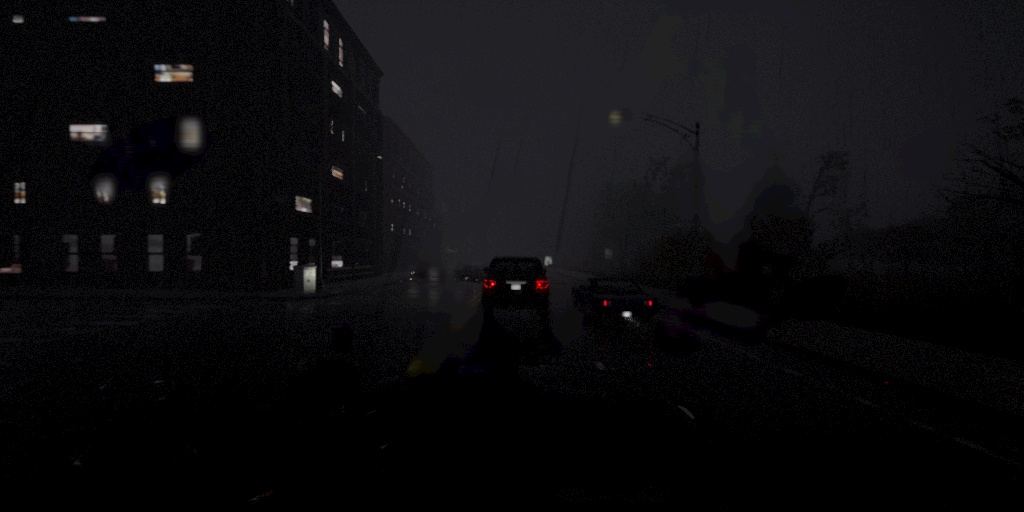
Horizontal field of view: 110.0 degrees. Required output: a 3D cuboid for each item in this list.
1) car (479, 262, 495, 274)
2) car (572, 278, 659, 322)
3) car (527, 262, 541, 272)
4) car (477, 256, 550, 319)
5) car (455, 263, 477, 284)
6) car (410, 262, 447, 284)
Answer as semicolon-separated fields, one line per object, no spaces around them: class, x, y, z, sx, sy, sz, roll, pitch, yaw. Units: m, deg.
car;-3.307;1.576;47.901;1.812;1.442;4.674;0;-1;0
car;3.351;1.419;12.669;1.895;1.301;4.718;0;0;0
car;3.271;1.618;54.767;1.812;1.442;4.674;0;0;0
car;0.123;1.031;13.269;2.150;2.045;5.566;1;0;0
car;-3.337;1.489;28.757;1.994;1.385;4.181;0;0;0
car;-6.588;1.277;28.569;2.097;1.767;4.553;0;0;0
